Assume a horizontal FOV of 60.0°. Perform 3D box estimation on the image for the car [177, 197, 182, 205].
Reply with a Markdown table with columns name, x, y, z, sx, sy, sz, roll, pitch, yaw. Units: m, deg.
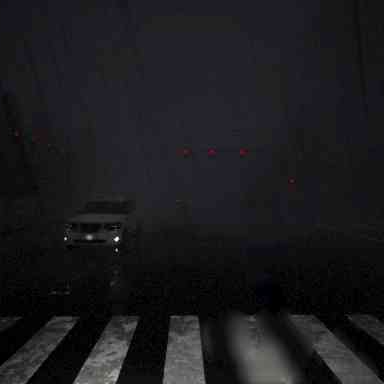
| name | x | y | z | sx | sy | sz | roll | pitch | yaw |
| --- | --- | --- | --- | --- | --- | --- | --- | --- | --- |
| car | -3.285 | 1.526 | 56.760 | 1.812 | 1.442 | 4.674 | 0 | 0 | 4 |

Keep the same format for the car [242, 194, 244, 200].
| name | x | y | z | sx | sy | sz | roll | pitch | yaw |
| --- | --- | --- | --- | --- | --- | --- | --- | --- | --- |
| car | 10.156 | 1.524 | 81.924 | 1.812 | 1.442 | 4.674 | 0 | 0 | 44 |

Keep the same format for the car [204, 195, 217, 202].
| name | x | y | z | sx | sy | sz | roll | pitch | yaw |
| --- | --- | --- | --- | --- | --- | --- | --- | --- | --- |
| car | 4.372 | 1.355 | 73.630 | 2.097 | 1.767 | 4.553 | 0 | 0 | 30 |

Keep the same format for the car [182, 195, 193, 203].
| name | x | y | z | sx | sy | sz | roll | pitch | yaw |
| --- | --- | --- | --- | --- | --- | --- | --- | --- | --- |
| car | -1.199 | 1.501 | 69.483 | 1.837 | 1.490 | 4.892 | 0 | 0 | 19 |

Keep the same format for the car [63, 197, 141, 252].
| name | x | y | z | sx | sy | sz | roll | pitch | yaw |
| --- | --- | --- | --- | --- | --- | --- | --- | --- | --- |
| car | -3.584 | 1.235 | 14.390 | 2.150 | 2.045 | 5.566 | 0 | 0 | 0 |

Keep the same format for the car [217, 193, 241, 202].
| name | x | y | z | sx | sy | sz | roll | pitch | yaw |
| --- | --- | --- | --- | --- | --- | --- | --- | --- | --- |
| car | 8.117 | 1.225 | 73.206 | 2.150 | 2.045 | 5.566 | 0 | 0 | 30 |

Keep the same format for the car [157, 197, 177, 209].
| name | x | y | z | sx | sy | sz | roll | pitch | yaw |
| --- | --- | --- | --- | --- | --- | --- | --- | --- | --- |
| car | -3.560 | 1.547 | 45.233 | 2.033 | 1.411 | 5.357 | 0 | 0 | 0 |

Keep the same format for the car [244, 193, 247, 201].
| name | x | y | z | sx | sy | sz | roll | pitch | yaw |
| --- | --- | --- | --- | --- | --- | --- | --- | --- | --- |
| car | 14.633 | 1.225 | 81.503 | 5.566 | 2.045 | 2.150 | 0 | 0 | -43 |
